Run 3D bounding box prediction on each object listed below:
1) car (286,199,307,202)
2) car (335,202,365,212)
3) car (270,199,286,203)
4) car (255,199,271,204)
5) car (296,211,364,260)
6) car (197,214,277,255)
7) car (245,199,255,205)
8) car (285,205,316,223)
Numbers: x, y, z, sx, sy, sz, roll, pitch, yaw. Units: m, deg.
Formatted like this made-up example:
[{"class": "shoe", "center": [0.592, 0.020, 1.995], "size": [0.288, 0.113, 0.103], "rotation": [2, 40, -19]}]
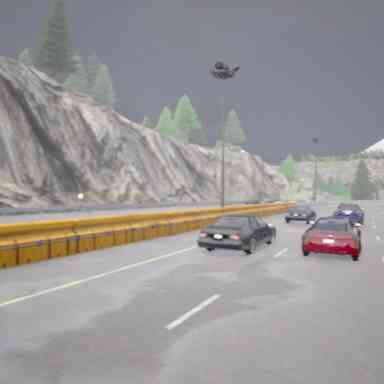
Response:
[{"class": "car", "center": [20.660, 2.134, 64.087], "size": [2.033, 1.411, 5.357], "rotation": [0, 0, 40]}, {"class": "car", "center": [12.555, 1.635, 26.531], "size": [2.097, 1.767, 4.553], "rotation": [0, -1, 28]}, {"class": "car", "center": [18.148, 2.174, 66.541], "size": [1.895, 1.301, 4.718], "rotation": [0, 0, 40]}, {"class": "car", "center": [15.660, 2.092, 69.009], "size": [1.812, 1.442, 4.674], "rotation": [0, 0, 40]}, {"class": "car", "center": [5.705, 1.700, 13.364], "size": [1.994, 1.385, 4.181], "rotation": [0, 0, 28]}, {"class": "car", "center": [2.095, 1.651, 14.027], "size": [2.033, 1.411, 5.357], "rotation": [0, 0, 28]}, {"class": "car", "center": [13.176, 2.110, 71.486], "size": [1.994, 1.385, 4.181], "rotation": [0, 0, 40]}, {"class": "car", "center": [9.012, 1.800, 27.341], "size": [2.033, 1.411, 5.357], "rotation": [0, 0, 28]}]
